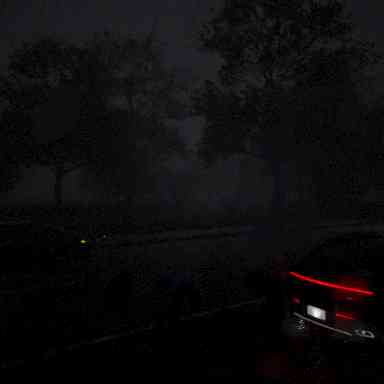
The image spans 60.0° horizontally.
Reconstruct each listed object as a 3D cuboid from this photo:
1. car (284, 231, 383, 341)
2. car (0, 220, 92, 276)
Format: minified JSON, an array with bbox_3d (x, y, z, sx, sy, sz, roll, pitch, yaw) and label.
[{"bbox_3d":[3.834,1.495,6.130,4.892,1.490,1.837,0,0,-33],"label":"car"},{"bbox_3d":[-5.081,1.505,8.828,4.674,1.442,1.812,0,0,-35],"label":"car"}]
